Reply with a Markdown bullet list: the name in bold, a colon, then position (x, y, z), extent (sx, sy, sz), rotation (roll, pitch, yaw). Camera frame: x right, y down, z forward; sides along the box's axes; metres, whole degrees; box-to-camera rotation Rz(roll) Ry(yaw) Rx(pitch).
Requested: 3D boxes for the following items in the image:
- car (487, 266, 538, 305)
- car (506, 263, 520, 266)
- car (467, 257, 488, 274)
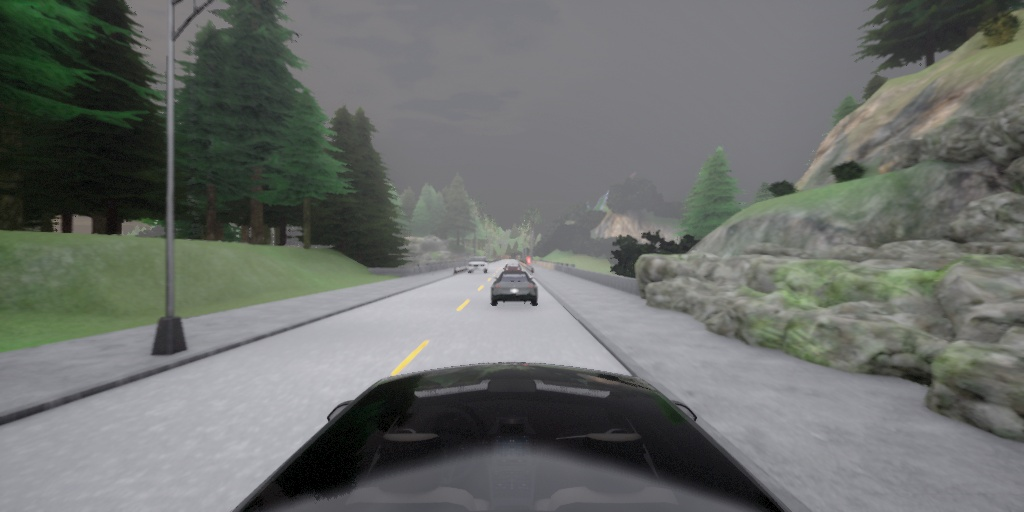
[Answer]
- **car**: position (0.097, 1.351, 16.258), extent (1.994, 1.385, 4.181), rotation (0, 0, 0)
- **car**: position (0.097, 1.447, 40.129), extent (1.895, 1.301, 4.718), rotation (0, 0, 0)
- **car**: position (-4.072, 1.078, 43.565), extent (2.150, 2.045, 5.566), rotation (0, 0, 0)
